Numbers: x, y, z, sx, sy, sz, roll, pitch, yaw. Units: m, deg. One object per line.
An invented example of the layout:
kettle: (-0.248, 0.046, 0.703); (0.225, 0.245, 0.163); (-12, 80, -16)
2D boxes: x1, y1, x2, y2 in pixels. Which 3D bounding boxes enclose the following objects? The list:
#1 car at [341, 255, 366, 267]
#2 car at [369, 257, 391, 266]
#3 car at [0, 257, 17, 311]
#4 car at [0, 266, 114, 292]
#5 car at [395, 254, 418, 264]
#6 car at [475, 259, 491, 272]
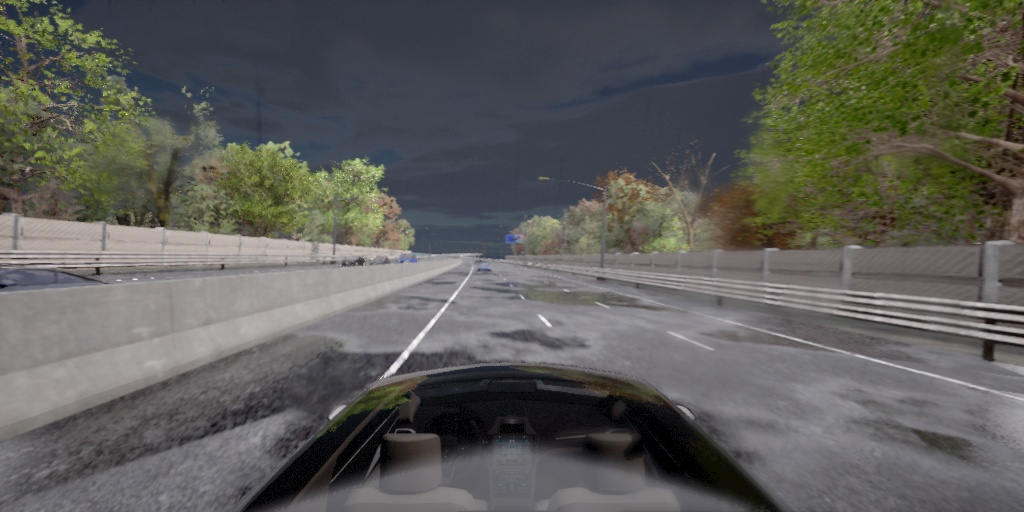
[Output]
car: (-21.360, 0.682, 48.524); (1.882, 1.535, 5.008); (2, 0, -5)
car: (-17.882, 0.856, 48.878); (1.837, 1.490, 4.892); (2, 0, -5)
car: (-14.480, 0.713, 7.523); (1.812, 1.442, 4.674); (2, 0, -4)
car: (-10.976, 0.898, 7.504); (1.994, 1.385, 4.181); (2, 0, -4)
car: (-14.388, 0.722, 49.195); (2.150, 2.045, 5.566); (2, 0, -5)
car: (-3.963, 1.503, 51.055); (2.033, 1.411, 5.357); (2, -1, -5)
